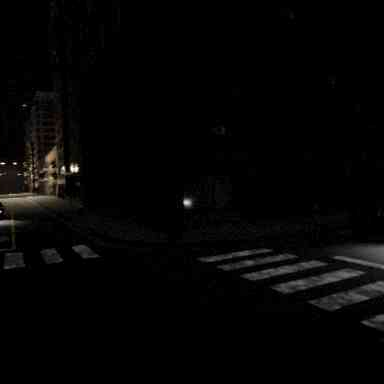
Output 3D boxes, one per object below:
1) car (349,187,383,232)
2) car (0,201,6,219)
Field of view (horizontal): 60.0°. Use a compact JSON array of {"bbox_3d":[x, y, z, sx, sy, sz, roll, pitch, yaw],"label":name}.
[{"bbox_3d":[8.507,0.600,13.192,5.009,1.841,2.192,-3,2,-28],"label":"car"},{"bbox_3d":[-15.498,1.331,25.708,2.033,1.411,5.357,-3,2,-29],"label":"car"}]
